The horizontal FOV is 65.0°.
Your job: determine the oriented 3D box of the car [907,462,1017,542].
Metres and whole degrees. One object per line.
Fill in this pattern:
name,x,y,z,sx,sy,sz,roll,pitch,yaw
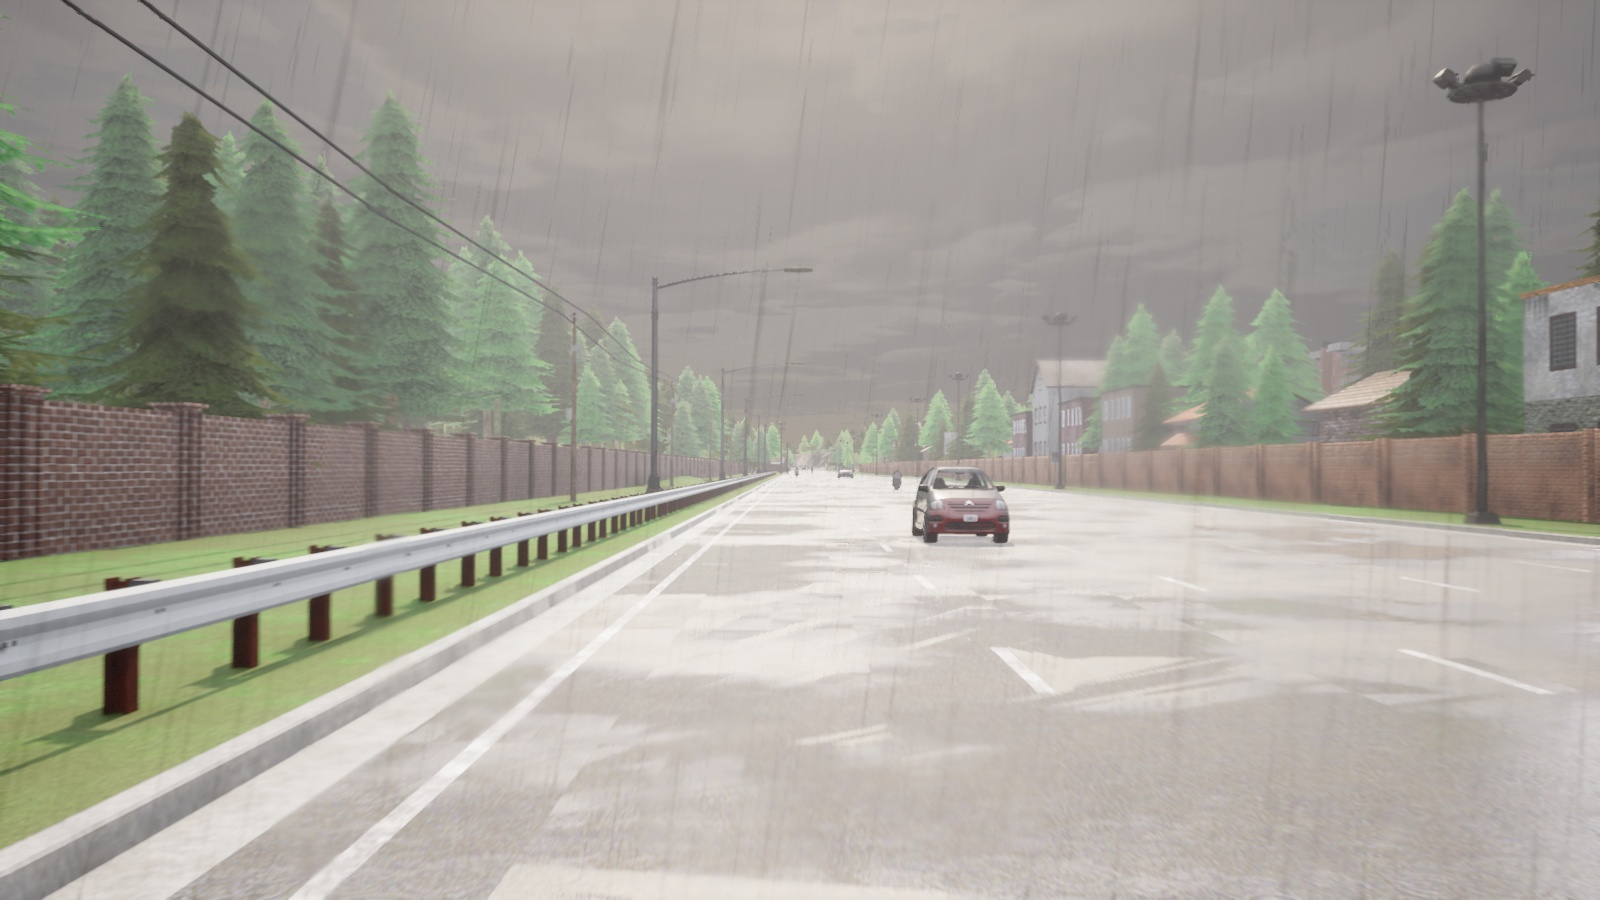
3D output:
car,3.435,1.074,27.296,1.851,1.617,3.988,0,-1,0
